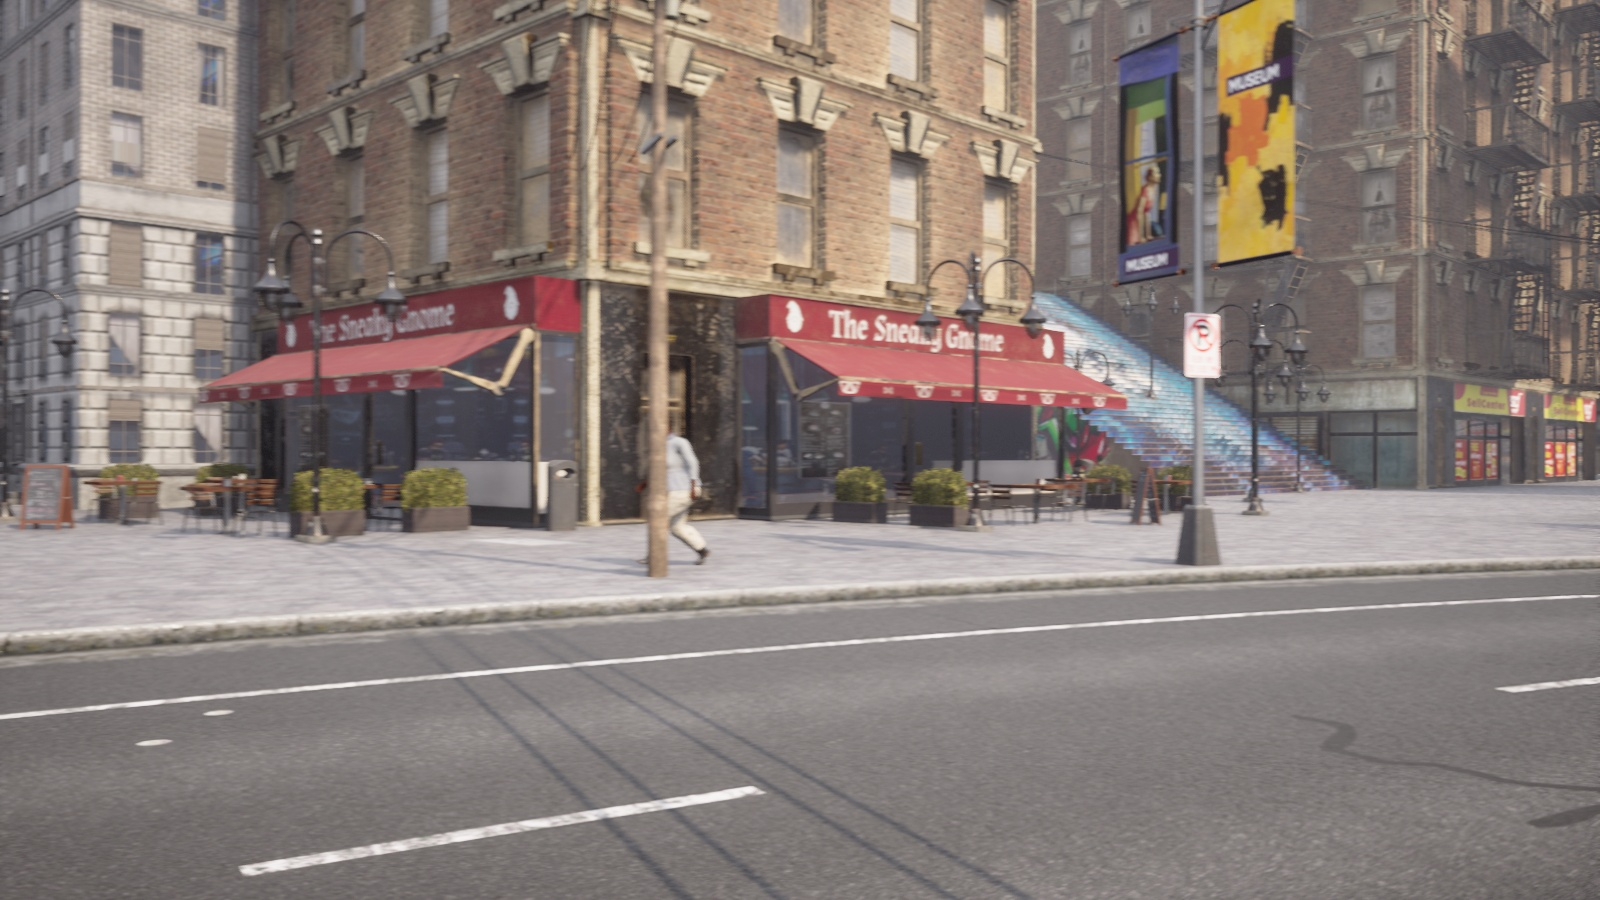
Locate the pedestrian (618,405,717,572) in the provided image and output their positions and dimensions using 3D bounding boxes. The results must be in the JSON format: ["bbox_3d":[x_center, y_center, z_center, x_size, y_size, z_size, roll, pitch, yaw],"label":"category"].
[{"bbox_3d":[-1.540,0.430,14.548,0.900,1.855,0.874,0,0,-25],"label":"pedestrian"}]
